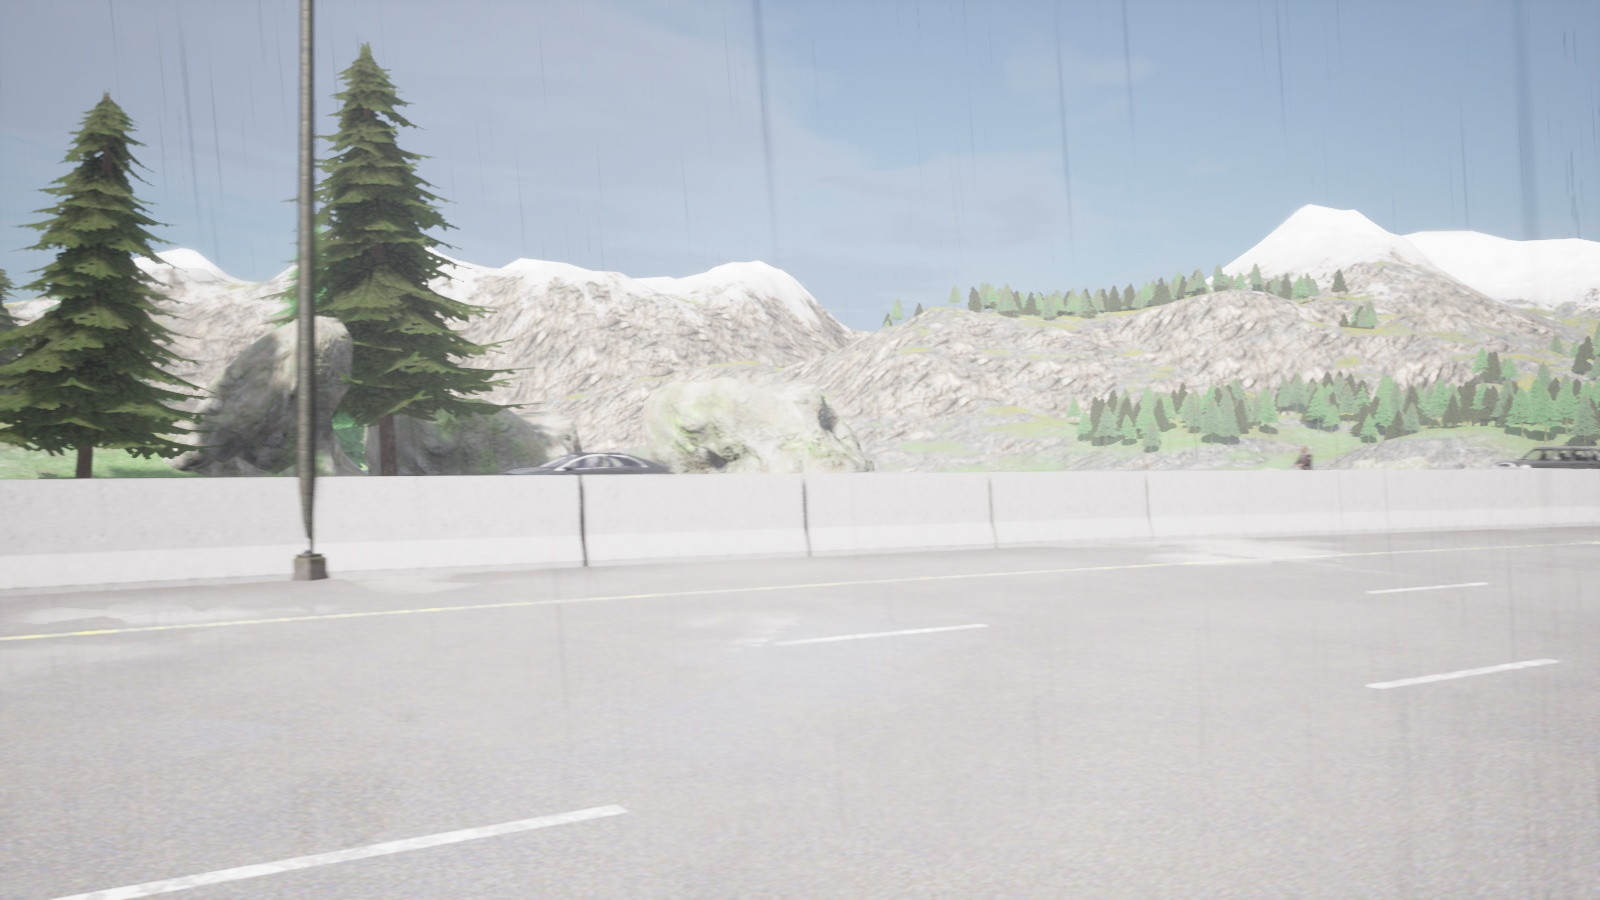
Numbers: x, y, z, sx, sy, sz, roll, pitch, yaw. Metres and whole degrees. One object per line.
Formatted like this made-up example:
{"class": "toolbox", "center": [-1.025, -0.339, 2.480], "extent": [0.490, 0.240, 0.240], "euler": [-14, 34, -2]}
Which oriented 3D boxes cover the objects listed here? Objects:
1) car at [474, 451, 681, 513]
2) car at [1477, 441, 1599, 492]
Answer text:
{"class": "car", "center": [-5.811, 0.780, 32.873], "extent": [4.902, 1.511, 2.128], "euler": [0, 0, -29]}
{"class": "car", "center": [28.112, 0.608, 47.252], "extent": [4.605, 1.855, 1.932], "euler": [0, -1, -16]}
